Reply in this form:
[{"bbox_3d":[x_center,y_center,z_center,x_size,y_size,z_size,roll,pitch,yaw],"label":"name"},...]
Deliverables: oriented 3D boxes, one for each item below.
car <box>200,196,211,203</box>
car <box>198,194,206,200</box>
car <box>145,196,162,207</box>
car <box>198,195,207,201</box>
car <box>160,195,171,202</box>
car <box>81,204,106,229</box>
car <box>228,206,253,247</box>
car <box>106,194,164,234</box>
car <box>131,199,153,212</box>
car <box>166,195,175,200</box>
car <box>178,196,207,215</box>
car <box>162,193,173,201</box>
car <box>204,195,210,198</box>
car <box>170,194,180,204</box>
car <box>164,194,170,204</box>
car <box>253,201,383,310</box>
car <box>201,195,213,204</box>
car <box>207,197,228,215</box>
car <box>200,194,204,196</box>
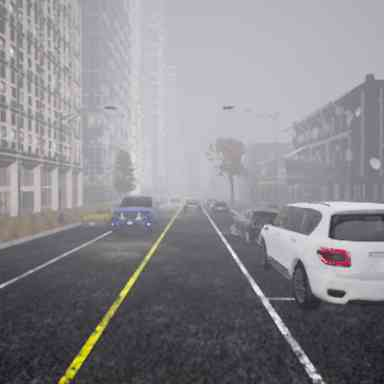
[{"bbox_3d":[2.636,1.478,66.620,1.947,1.339,4.313,-1,0,0],"label":"car"},{"bbox_3d":[2.619,1.327,89.196,1.967,1.590,4.097,-1,0,0],"label":"car"},{"bbox_3d":[-5.702,1.373,49.738,1.967,1.590,4.097,-1,0,0],"label":"car"},{"bbox_3d":[2.625,1.459,83.552,1.947,1.339,4.313,-1,0,0],"label":"car"},{"bbox_3d":[-5.732,1.456,72.314,2.008,1.369,4.403,-1,0,0],"label":"car"},{"bbox_3d":[-5.683,1.496,21.347,1.752,1.417,4.829,-1,0,0],"label":"car"},{"bbox_3d":[3.061,1.485,15.035,1.837,1.490,4.892,0,0,-3],"label":"car"},{"bbox_3d":[-3.111,1.194,19.439,2.150,2.045,5.566,0,0,0],"label":"car"},{"bbox_3d":[-5.693,1.513,38.449,1.947,1.339,4.313,-1,0,0],"label":"car"},{"bbox_3d":[-5.759,1.452,89.246,1.947,1.339,4.313,-1,0,0],"label":"car"},{"bbox_3d":[0.053,1.447,32.716,2.128,1.511,4.902,0,0,0],"label":"car"},{"bbox_3d":[-5.764,1.214,77.958,2.192,1.841,5.009,-1,0,0],"label":"car"},{"bbox_3d":[2.650,1.485,44.044,1.887,1.381,4.507,-1,0,0],"label":"car"},{"bbox_3d":[-3.041,1.582,63.066,1.895,1.301,4.718,0,0,0],"label":"car"},{"bbox_3d":[-5.708,1.484,61.026,1.947,1.339,4.313,-1,0,0],"label":"car"},{"bbox_3d":[3.101,1.217,7.897,2.150,2.045,5.566,0,0,0],"label":"car"},{"bbox_3d":[2.637,1.359,60.976,1.967,1.590,4.097,-1,0,0],"label":"car"},{"bbox_3d":[2.658,1.521,32.756,1.947,1.339,4.313,-1,0,0],"label":"car"},{"bbox_3d":[2.642,1.451,55.502,1.752,1.417,4.829,-1,0,0],"label":"car"}]
